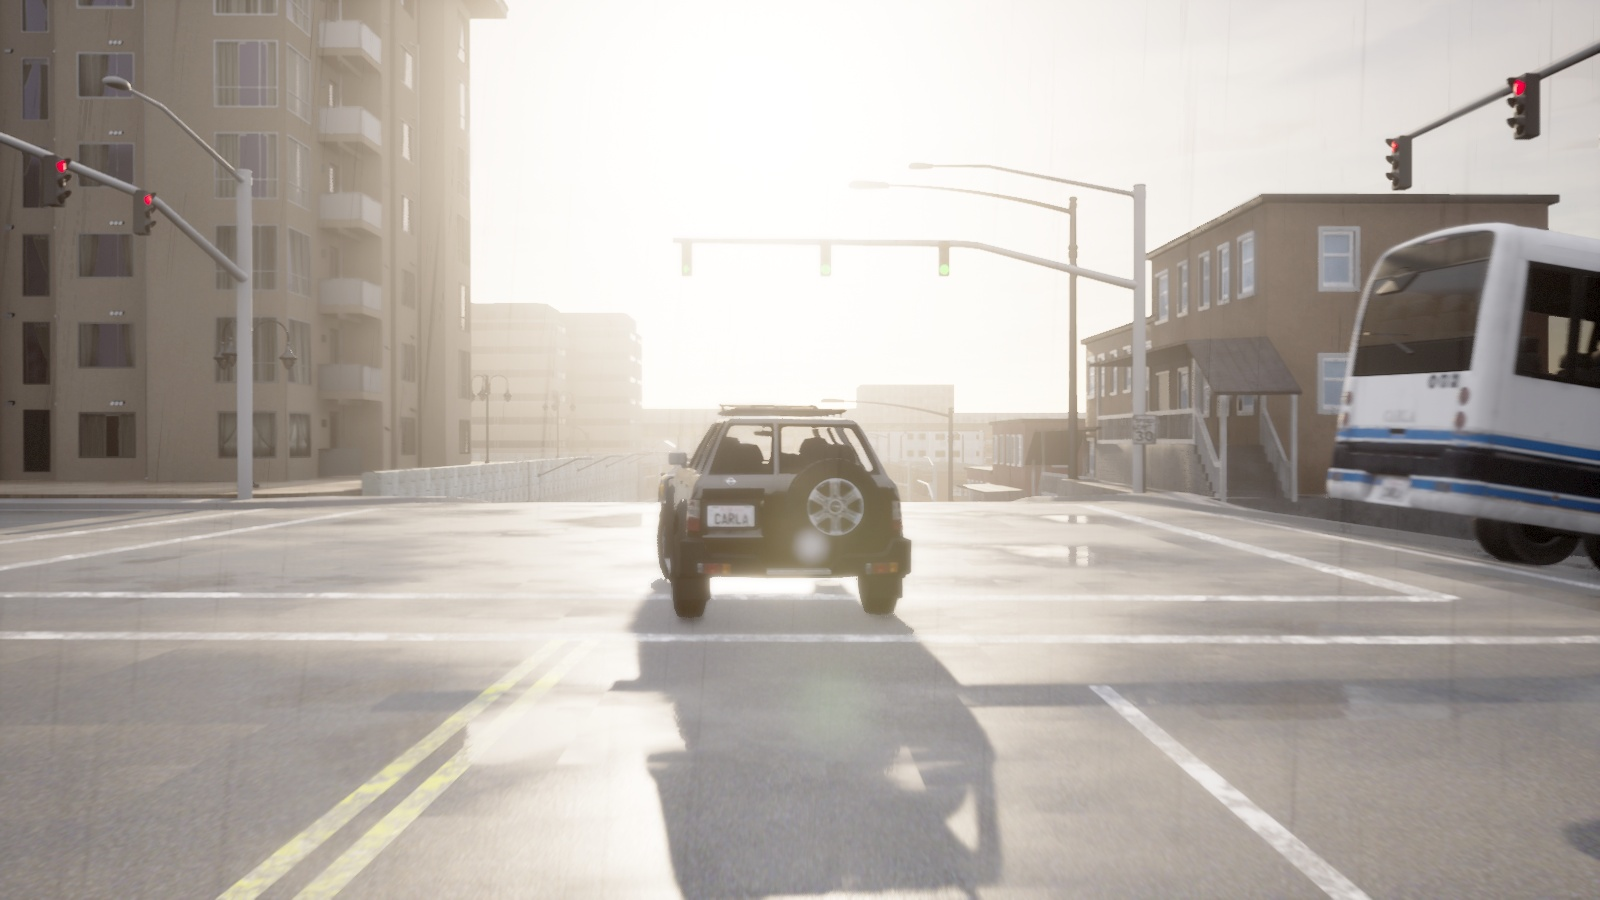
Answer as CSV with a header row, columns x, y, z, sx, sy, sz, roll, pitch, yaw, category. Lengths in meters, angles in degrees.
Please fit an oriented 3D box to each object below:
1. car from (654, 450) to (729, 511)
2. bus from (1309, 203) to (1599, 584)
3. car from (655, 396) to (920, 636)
x,y,z,sx,sy,sz,roll,pitch,yaw,category
-3.265,1.007,38.746,1.801,1.575,5.366,0,-5,0,car
13.067,-0.077,17.029,10.273,4.253,3.944,8,1,-6,bus
-0.347,0.491,12.130,1.932,1.855,4.605,1,1,-8,car
